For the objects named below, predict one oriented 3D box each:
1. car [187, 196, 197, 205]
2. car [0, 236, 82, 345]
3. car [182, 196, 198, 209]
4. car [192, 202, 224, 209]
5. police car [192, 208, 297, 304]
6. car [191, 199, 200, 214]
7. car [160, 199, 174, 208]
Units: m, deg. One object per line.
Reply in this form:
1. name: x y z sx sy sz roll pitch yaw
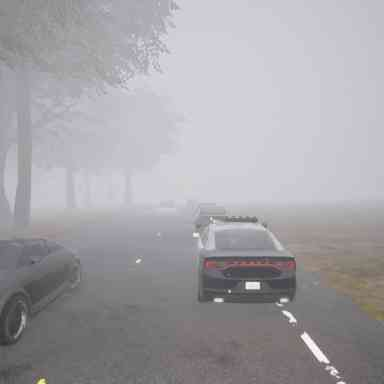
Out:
1. car: 0.037 1.576 63.656 1.882 1.535 5.008 0 0 0
2. car: -3.594 1.562 6.199 1.994 1.385 4.181 0 0 0
3. car: 0.053 1.579 45.925 2.033 1.411 5.357 0 0 0
4. car: 1.062 1.505 18.256 1.837 1.490 4.892 0 0 0
5. police car: 1.057 1.423 8.364 1.930 1.638 5.238 0 0 0
6. car: 1.065 1.508 24.258 1.837 1.490 4.892 0 0 0
7. car: -3.569 1.638 47.998 1.895 1.301 4.718 0 0 0
